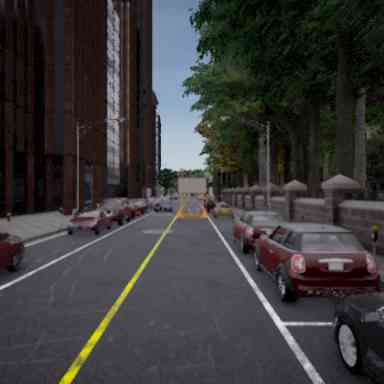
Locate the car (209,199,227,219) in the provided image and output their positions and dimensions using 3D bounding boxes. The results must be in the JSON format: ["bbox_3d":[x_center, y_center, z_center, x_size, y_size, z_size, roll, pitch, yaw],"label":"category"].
[{"bbox_3d":[2.764,1.602,30.318,1.752,1.417,4.829,0,0,0],"label":"car"}]

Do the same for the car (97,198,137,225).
[{"bbox_3d":[-5.761,1.377,24.688,2.192,1.841,5.009,0,0,0],"label":"car"}]

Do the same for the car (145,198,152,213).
[{"bbox_3d":[-5.760,1.637,35.601,1.887,1.381,4.507,0,0,0],"label":"car"}]

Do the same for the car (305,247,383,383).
[{"bbox_3d":[2.762,1.558,2.865,2.008,1.369,4.403,0,0,0],"label":"car"}]

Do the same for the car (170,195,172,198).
[{"bbox_3d":[-5.757,1.716,68.173,1.752,1.417,4.829,0,0,0],"label":"car"}]

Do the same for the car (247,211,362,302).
[{"bbox_3d":[2.762,1.461,8.322,1.967,1.590,4.097,0,0,0],"label":"car"}]

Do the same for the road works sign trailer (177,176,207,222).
[{"bbox_3d":[0.001,0.531,26.698,2.380,3.560,2.880,0,0,0],"label":"road works sign trailer"}]

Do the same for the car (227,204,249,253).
[{"bbox_3d":[2.763,1.474,13.779,1.967,1.590,4.097,0,0,0],"label":"car"}]

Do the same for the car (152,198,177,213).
[{"bbox_3d":[-3.086,1.661,37.523,1.994,1.385,4.181,0,0,0],"label":"car"}]

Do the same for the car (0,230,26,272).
[{"bbox_3d":[-5.763,1.603,8.316,1.802,1.307,4.206,0,0,0],"label":"car"}]

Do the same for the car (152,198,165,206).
[{"bbox_3d":[-5.758,1.702,57.429,1.887,1.381,4.507,0,0,0],"label":"car"}]

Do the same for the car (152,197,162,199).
[{"bbox_3d":[-5.759,1.565,46.516,1.967,1.590,4.097,0,0,0],"label":"car"}]

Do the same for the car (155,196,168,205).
[{"bbox_3d":[-5.758,1.615,62.887,1.967,1.590,4.097,0,0,0],"label":"car"}]

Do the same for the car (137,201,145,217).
[{"bbox_3d":[-5.761,1.621,30.144,1.887,1.381,4.507,0,0,0],"label":"car"}]

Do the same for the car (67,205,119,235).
[{"bbox_3d":[-5.762,1.630,19.230,1.802,1.307,4.206,0,0,0],"label":"car"}]

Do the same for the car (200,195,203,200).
[{"bbox_3d":[2.767,1.723,57.430,1.947,1.339,4.313,0,0,0],"label":"car"}]

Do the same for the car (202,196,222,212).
[{"bbox_3d":[2.765,1.423,41.061,2.192,1.841,5.009,0,0,0],"label":"car"}]
